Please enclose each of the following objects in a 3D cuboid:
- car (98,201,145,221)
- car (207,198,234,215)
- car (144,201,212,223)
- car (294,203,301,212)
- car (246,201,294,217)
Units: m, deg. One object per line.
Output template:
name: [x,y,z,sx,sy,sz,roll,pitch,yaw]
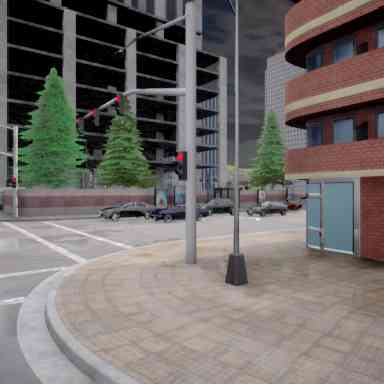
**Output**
car: [-5.279,1.547,27.618,4.902,1.511,2.128,0,0,-35]
car: [2.213,1.407,32.903,4.553,1.767,2.097,0,0,-35]
car: [-1.018,1.656,26.340,4.718,1.301,1.895,0,0,-35]
car: [10.549,1.656,38.784,4.718,1.301,1.895,0,0,-35]
car: [7.370,1.581,32.252,4.674,1.442,1.812,0,0,-35]
